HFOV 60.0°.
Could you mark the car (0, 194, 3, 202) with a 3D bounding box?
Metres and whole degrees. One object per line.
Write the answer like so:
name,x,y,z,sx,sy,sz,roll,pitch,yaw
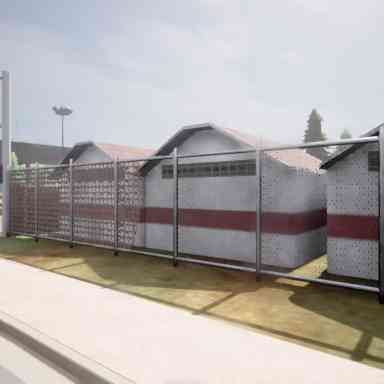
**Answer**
car,-22.540,1.222,40.007,2.150,2.045,5.566,0,0,37
